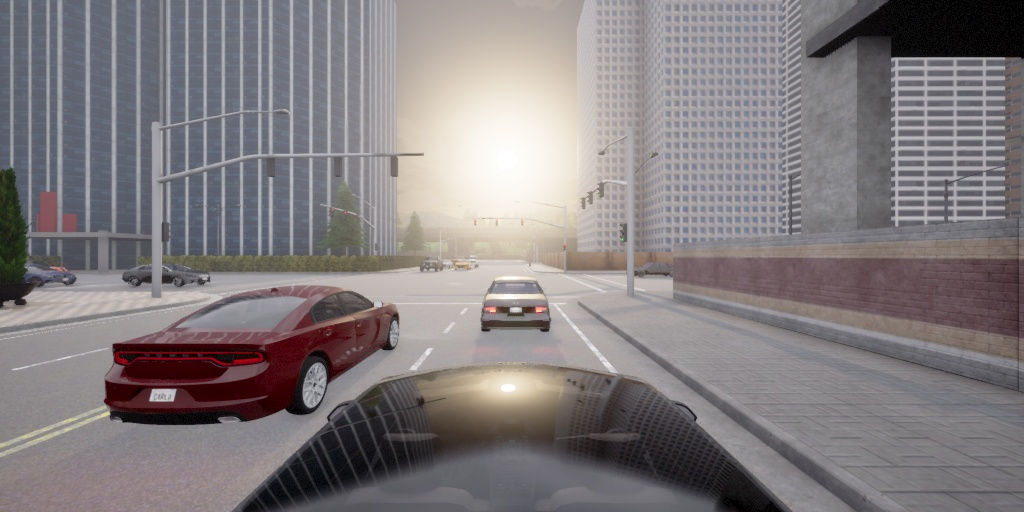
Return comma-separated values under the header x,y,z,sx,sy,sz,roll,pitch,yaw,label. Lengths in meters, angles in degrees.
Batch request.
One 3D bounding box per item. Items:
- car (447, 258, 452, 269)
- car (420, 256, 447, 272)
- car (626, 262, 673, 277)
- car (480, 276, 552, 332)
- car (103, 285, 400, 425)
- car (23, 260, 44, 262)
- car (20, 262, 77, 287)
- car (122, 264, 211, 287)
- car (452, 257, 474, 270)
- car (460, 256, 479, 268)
x,y,z,sx,sy,sz,roll,pitch,yaw,label
-10.535,1.281,56.979,1.812,1.442,4.674,0,0,0,car
-10.556,0.977,47.439,2.150,2.045,5.566,0,0,0,car
13.922,1.301,34.816,5.357,1.411,2.033,0,0,0,car
0.092,1.298,10.841,2.033,1.411,5.357,0,0,0,car
-3.439,1.228,6.029,1.882,1.535,5.008,0,0,0,car
-36.538,1.105,27.174,4.553,1.767,2.097,0,0,0,car
-31.876,1.278,23.709,4.674,1.442,1.812,0,0,0,car
-22.776,1.244,23.756,4.902,1.511,2.128,0,0,1,car
-7.048,1.233,52.044,1.882,1.535,5.008,0,0,0,car
-7.013,0.978,61.885,2.150,2.045,5.566,0,0,0,car
